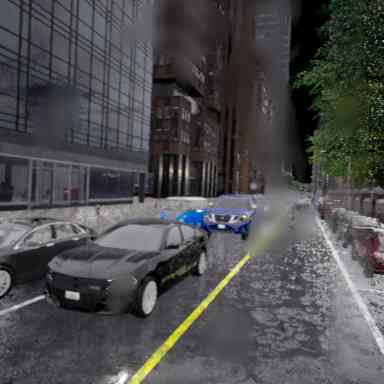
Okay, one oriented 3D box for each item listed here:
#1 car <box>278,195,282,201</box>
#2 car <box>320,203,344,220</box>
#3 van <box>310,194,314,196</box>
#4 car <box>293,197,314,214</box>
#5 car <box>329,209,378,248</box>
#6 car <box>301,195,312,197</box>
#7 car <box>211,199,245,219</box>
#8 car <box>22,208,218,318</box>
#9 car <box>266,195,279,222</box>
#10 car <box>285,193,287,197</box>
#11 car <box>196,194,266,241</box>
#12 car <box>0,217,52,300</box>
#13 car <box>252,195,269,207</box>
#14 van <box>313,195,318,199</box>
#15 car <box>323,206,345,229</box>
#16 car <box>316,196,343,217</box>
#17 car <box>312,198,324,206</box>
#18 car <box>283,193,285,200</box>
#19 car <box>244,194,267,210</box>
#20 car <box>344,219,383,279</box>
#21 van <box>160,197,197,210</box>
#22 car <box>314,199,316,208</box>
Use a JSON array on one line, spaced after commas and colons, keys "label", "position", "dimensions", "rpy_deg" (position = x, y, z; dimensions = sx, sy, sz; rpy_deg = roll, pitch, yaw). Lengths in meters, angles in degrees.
[{"label": "car", "position": [17.317, 1.458, 70.439], "dimensions": [2.008, 1.369, 4.403], "rpy_deg": [3, 1, 19]}, {"label": "car", "position": [11.273, 1.867, 25.847], "dimensions": [1.802, 1.307, 4.206], "rpy_deg": [3, 1, 19]}, {"label": "van", "position": [25.400, 1.668, 67.726], "dimensions": [1.690, 1.788, 3.998], "rpy_deg": [3, 1, 19]}, {"label": "car", "position": [12.730, 1.666, 38.481], "dimensions": [1.882, 1.535, 5.008], "rpy_deg": [3, 1, 18]}, {"label": "car", "position": [7.747, 1.786, 15.373], "dimensions": [2.008, 1.369, 4.403], "rpy_deg": [3, 1, 19]}, {"label": "car", "position": [15.996, 1.675, 48.184], "dimensions": [1.882, 1.535, 5.008], "rpy_deg": [3, 1, 19]}, {"label": "car", "position": [3.202, 1.411, 28.556], "dimensions": [1.887, 1.381, 4.507], "rpy_deg": [3, 1, 19]}, {"label": "car", "position": [-1.053, 1.362, 7.557], "dimensions": [1.882, 1.535, 5.008], "rpy_deg": [3, 1, 19]}, {"label": "car", "position": [5.505, 1.348, 26.981], "dimensions": [2.097, 1.767, 4.553], "rpy_deg": [3, 1, 19]}, {"label": "car", "position": [24.374, 1.447, 91.378], "dimensions": [1.947, 1.339, 4.313], "rpy_deg": [3, 1, 19]}, {"label": "car", "position": [2.210, 1.169, 17.202], "dimensions": [2.150, 2.045, 5.566], "rpy_deg": [3, 1, 19]}, {"label": "car", "position": [-3.853, 1.298, 7.611], "dimensions": [2.008, 1.369, 4.403], "rpy_deg": [3, 0, 19]}, {"label": "car", "position": [10.265, 1.349, 49.497], "dimensions": [1.967, 1.590, 4.097], "rpy_deg": [3, 1, 19]}, {"label": "van", "position": [18.342, 1.669, 46.785], "dimensions": [1.690, 1.788, 3.998], "rpy_deg": [3, 1, 19]}, {"label": "car", "position": [9.508, 1.829, 20.610], "dimensions": [1.947, 1.339, 4.313], "rpy_deg": [3, 1, 19]}, {"label": "car", "position": [13.050, 1.619, 31.079], "dimensions": [2.192, 1.841, 5.009], "rpy_deg": [3, 1, 19]}, {"label": "car", "position": [23.623, 1.910, 62.495], "dimensions": [1.802, 1.307, 4.206], "rpy_deg": [3, 1, 19]}, {"label": "car", "position": [20.852, 1.338, 80.907], "dimensions": [1.967, 1.590, 4.097], "rpy_deg": [3, 1, 19]}, {"label": "car", "position": [8.506, 1.221, 44.261], "dimensions": [2.192, 1.841, 5.009], "rpy_deg": [3, 1, 19]}, {"label": "car", "position": [5.982, 1.785, 10.137], "dimensions": [1.802, 1.307, 4.206], "rpy_deg": [3, 1, 19]}, {"label": "van", "position": [-0.317, 1.157, 18.081], "dimensions": [1.690, 1.788, 3.998], "rpy_deg": [3, 1, 19]}, {"label": "car", "position": [16.568, 1.870, 41.554], "dimensions": [1.887, 1.381, 4.507], "rpy_deg": [3, 1, 19]}]
